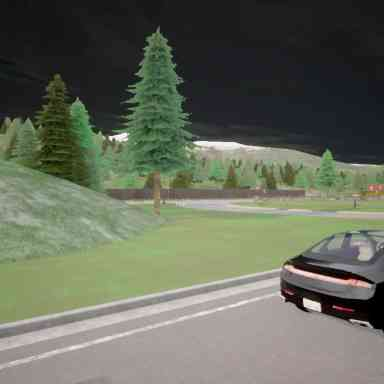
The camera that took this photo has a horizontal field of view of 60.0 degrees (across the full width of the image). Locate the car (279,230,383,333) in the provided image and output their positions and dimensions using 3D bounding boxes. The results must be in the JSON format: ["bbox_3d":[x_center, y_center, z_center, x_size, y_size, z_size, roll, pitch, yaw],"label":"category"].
[{"bbox_3d":[3.785,1.492,6.427,4.902,1.511,2.128,0,0,-35],"label":"car"}]
